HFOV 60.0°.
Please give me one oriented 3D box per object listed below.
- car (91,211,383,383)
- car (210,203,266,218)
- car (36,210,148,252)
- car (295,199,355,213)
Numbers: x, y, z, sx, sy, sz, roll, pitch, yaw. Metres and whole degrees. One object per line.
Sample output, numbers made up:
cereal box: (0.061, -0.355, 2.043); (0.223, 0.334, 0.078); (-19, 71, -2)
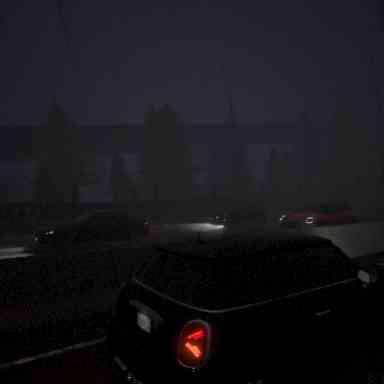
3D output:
car: (1.237, 1.339, 4.628); (4.553, 1.767, 2.097); (0, 0, -36)
car: (3.337, 1.505, 23.450); (4.181, 1.385, 1.994); (0, 0, -35)
car: (-4.015, 1.509, 14.007); (4.674, 1.442, 1.812); (0, 0, -35)
car: (6.535, 1.297, 17.147); (4.553, 1.767, 2.097); (0, 0, -35)
